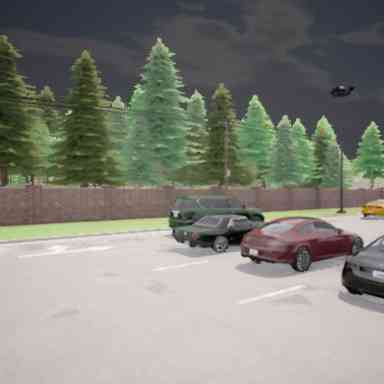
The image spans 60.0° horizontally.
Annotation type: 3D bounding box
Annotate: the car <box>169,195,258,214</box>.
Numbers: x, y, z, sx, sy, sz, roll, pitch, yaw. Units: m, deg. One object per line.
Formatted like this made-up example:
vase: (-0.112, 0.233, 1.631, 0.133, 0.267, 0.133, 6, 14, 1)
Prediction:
car: (1.399, 1.195, 17.641, 5.566, 2.045, 2.150, 0, 0, -35)

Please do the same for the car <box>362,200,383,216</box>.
car: (16.462, 1.406, 28.383, 5.008, 1.535, 1.882, 0, 0, -35)

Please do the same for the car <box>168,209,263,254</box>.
car: (1.627, 1.579, 13.504, 4.718, 1.301, 1.895, 0, 0, -35)

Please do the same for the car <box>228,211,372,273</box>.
car: (3.589, 1.504, 10.620, 4.674, 1.442, 1.812, 0, 0, -36)

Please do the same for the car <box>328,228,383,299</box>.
car: (5.242, 1.544, 7.484, 4.181, 1.385, 1.994, 0, 0, -35)
